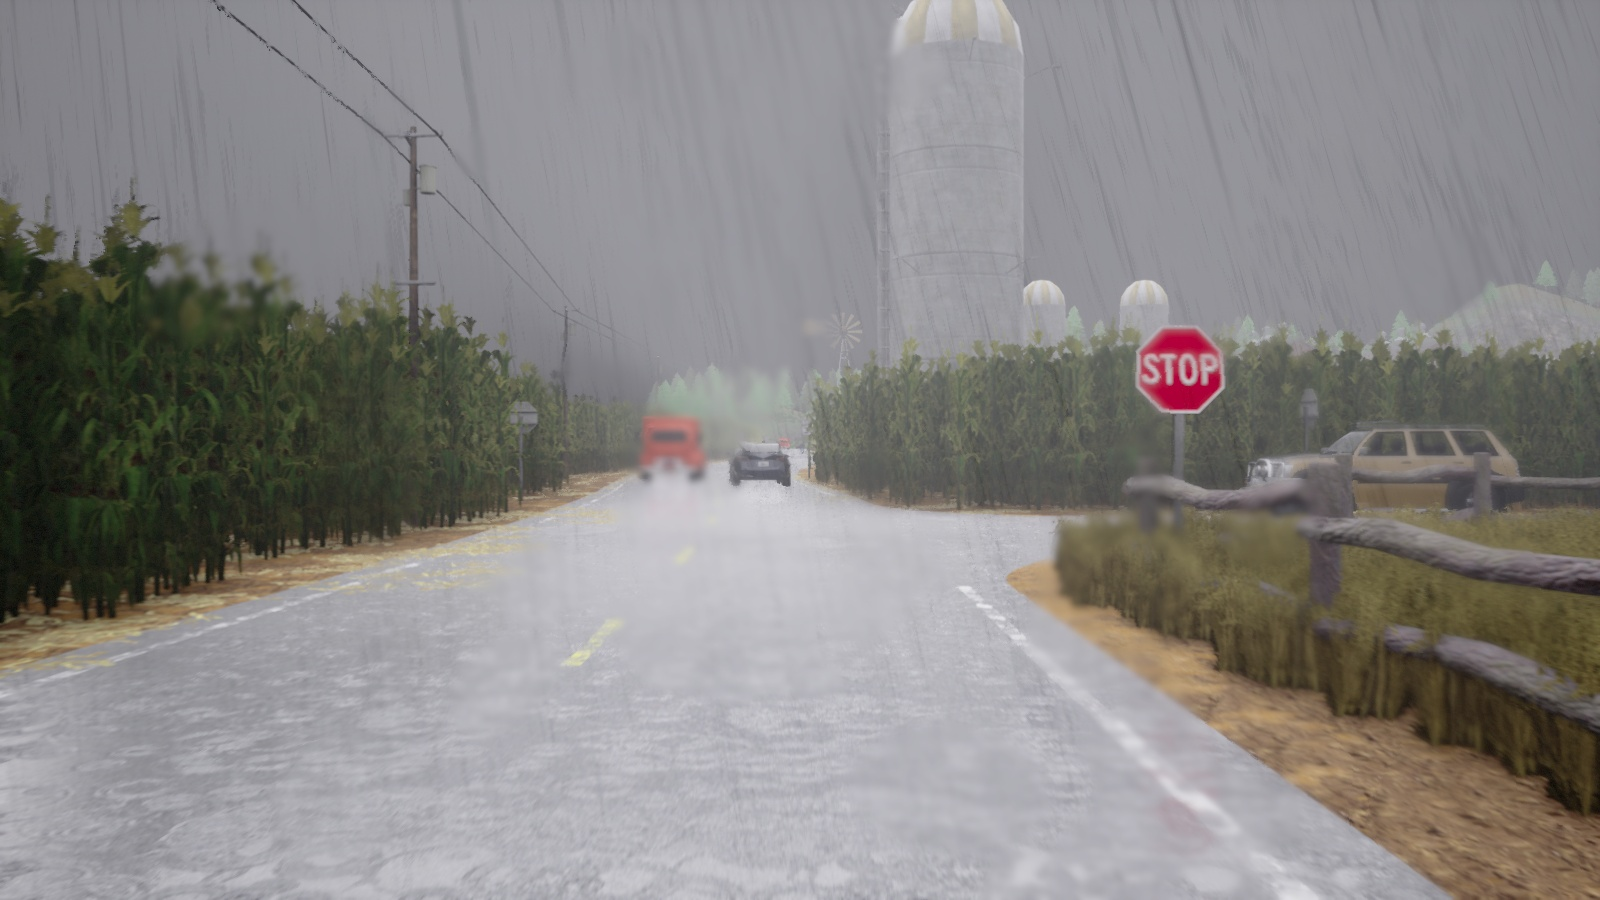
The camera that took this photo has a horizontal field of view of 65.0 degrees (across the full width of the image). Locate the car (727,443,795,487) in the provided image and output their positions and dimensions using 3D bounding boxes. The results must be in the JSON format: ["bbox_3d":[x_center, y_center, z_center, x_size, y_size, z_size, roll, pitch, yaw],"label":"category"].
[{"bbox_3d":[-1.433,0.487,44.157,2.163,1.488,4.792,0,0,-5],"label":"car"}]

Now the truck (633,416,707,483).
[{"bbox_3d":[-5.049,-0.034,49.479,2.627,2.467,5.204,0,0,-3],"label":"truck"}]

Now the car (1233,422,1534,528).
[{"bbox_3d":[10.584,0.437,23.027,4.605,1.855,1.932,0,0,0],"label":"car"}]
